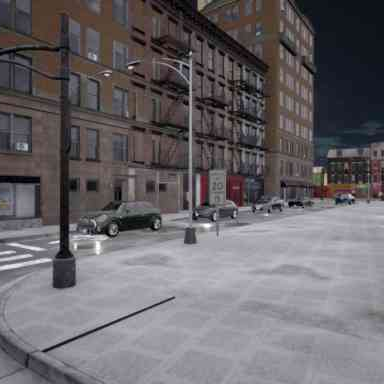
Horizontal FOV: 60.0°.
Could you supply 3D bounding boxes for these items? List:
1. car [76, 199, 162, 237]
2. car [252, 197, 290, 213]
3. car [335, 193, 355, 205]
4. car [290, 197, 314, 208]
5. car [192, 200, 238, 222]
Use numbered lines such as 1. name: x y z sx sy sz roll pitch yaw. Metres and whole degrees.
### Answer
1. car: -3.666 1.216 17.286 2.097 1.767 4.553 0 1 37
2. car: 7.561 1.221 32.845 2.128 1.511 4.902 0 1 36
3. car: 22.878 0.952 49.537 2.097 1.767 4.553 0 1 36
4. car: 13.432 1.266 40.946 1.895 1.301 4.718 0 1 36
5. car: 1.740 1.303 24.759 1.837 1.490 4.892 0 1 36
